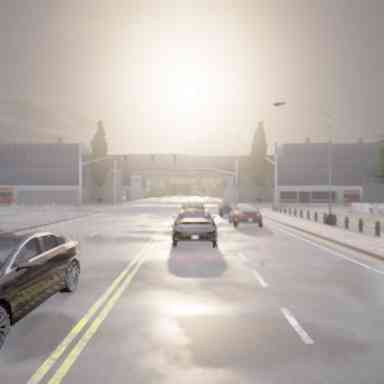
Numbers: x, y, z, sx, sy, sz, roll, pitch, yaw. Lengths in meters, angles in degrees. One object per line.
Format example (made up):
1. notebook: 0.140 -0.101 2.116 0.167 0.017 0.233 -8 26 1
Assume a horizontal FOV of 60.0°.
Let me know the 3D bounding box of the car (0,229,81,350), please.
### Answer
1. car: -3.549 1.487 6.015 2.128 1.511 4.902 0 0 1

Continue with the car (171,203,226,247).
1. car: 0.103 1.479 14.858 2.128 1.511 4.902 0 0 0

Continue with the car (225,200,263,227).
1. car: 3.541 1.507 22.390 1.812 1.442 4.674 0 0 1

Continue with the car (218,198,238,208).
1. car: 3.568 1.326 31.381 2.097 1.767 4.553 0 0 1

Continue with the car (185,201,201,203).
1. car: 0.075 1.454 27.430 1.882 1.535 5.008 0 0 0
